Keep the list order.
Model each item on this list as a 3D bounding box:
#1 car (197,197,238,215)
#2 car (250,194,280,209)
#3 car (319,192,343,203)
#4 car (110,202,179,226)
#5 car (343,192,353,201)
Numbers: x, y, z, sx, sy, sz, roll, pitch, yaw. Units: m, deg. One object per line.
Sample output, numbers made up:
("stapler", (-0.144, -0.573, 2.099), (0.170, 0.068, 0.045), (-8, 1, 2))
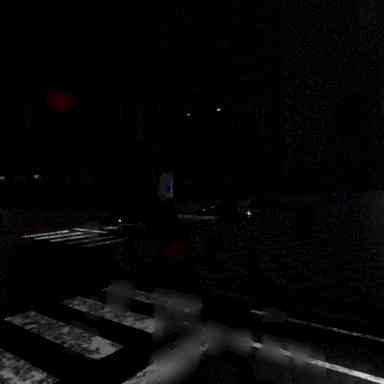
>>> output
("car", (2.327, 1.156, 28.762), (1.812, 1.442, 4.674), (0, 1, 36))
("car", (8.133, 0.975, 36.862), (1.882, 1.535, 5.008), (0, 1, 36))
("car", (19.602, 0.814, 47.413), (1.837, 1.490, 4.892), (0, 1, 36))
("car", (-2.952, 1.353, 21.406), (1.895, 1.301, 4.718), (0, 1, 36))
("car", (25.489, 0.653, 55.639), (1.882, 1.535, 5.008), (0, 1, 36))
